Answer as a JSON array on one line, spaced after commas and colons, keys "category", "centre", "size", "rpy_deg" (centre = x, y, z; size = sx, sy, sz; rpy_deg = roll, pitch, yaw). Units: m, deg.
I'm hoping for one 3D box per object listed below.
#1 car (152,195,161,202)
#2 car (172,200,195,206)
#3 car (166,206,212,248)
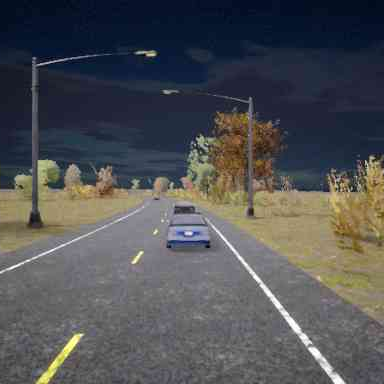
[{"category": "car", "centre": [-8.042, 1.455, 75.561], "size": [2.033, 1.411, 5.357], "rpy_deg": [0, 0, -7]}, {"category": "car", "centre": [-0.706, 1.484, 29.726], "size": [1.882, 1.535, 5.008], "rpy_deg": [0, 0, -3]}, {"category": "car", "centre": [-0.177, 1.562, 14.694], "size": [2.033, 1.411, 5.357], "rpy_deg": [0, 0, -1]}]
